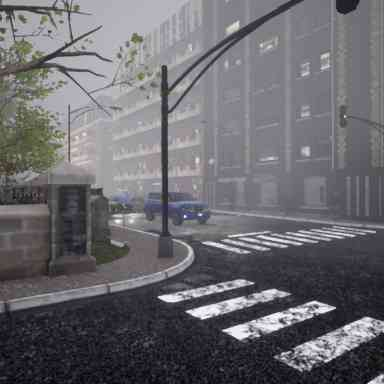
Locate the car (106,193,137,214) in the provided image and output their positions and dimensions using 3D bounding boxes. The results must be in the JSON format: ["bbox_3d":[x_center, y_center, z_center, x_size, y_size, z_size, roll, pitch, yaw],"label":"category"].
[{"bbox_3d":[-6.803,1.098,29.359,1.994,1.385,4.181,0,1,-36],"label":"car"}]

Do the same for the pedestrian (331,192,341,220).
[{"bbox_3d":[9.454,0.902,21.945,0.375,1.860,0.375,1,-1,-36],"label":"pedestrian"}]

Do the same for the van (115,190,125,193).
[{"bbox_3d":[-8.348,0.655,41.285,1.690,1.788,3.998,1,1,-36],"label":"van"}]

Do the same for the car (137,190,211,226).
[{"bbox_3d":[-1.143,0.926,21.630,2.150,2.045,5.566,0,1,-36],"label":"car"}]

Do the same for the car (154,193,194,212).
[{"bbox_3d":[-1.821,0.950,32.377,1.967,1.590,4.097,1,1,-36],"label":"car"}]

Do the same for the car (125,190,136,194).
[{"bbox_3d":[-5.083,0.727,36.831,2.192,1.841,5.009,1,1,-36],"label":"car"}]
